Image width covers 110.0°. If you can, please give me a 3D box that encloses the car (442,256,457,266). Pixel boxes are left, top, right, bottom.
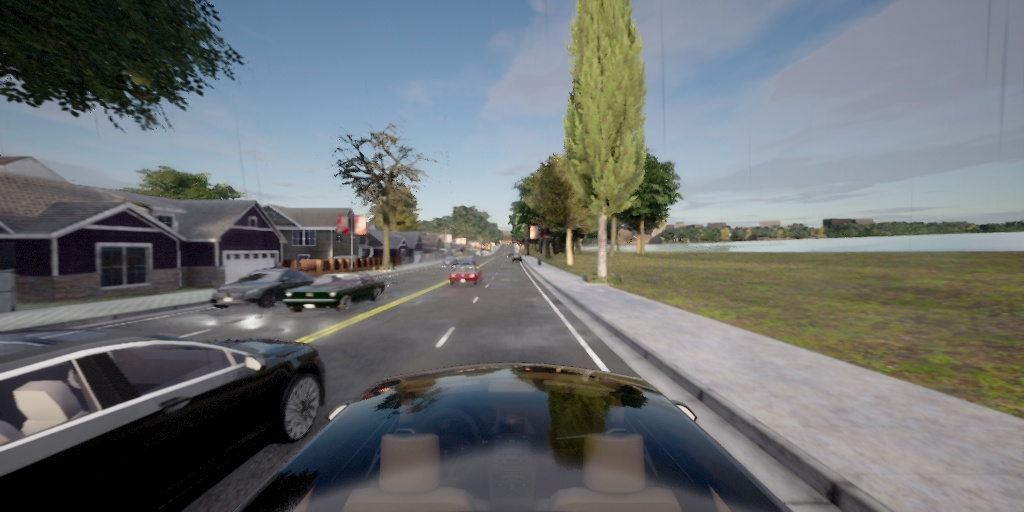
[{"bbox_3d":[-9.812,0.806,57.085,1.812,1.442,4.674,0,1,0],"label":"car"}]

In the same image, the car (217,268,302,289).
[{"bbox_3d":[-9.850,1.253,14.764,1.812,1.442,4.674,0,0,0],"label":"car"}]

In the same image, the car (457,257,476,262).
[{"bbox_3d":[-6.567,0.885,54.494,2.033,1.411,5.357,0,1,1],"label":"car"}]

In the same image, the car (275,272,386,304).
[{"bbox_3d":[-6.601,1.330,13.901,1.895,1.301,4.718,0,0,0],"label":"car"}]

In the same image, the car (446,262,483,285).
[{"bbox_3d":[-3.152,1.303,25.314,1.895,1.301,4.718,0,0,0],"label":"car"}]

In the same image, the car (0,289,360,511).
[{"bbox_3d":[-3.148,1.241,2.385,2.128,1.511,4.902,0,0,0],"label":"car"}]
